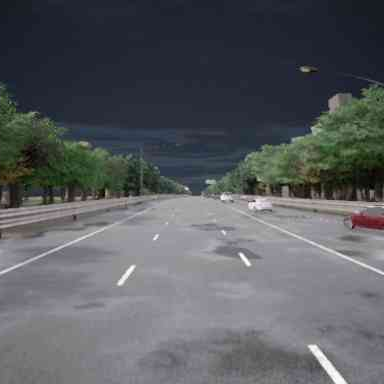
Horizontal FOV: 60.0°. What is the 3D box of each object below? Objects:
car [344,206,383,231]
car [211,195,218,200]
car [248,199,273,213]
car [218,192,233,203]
[{"bbox_3d":[10.565,1.509,18.455,1.812,1.442,4.674,0,0,-15],"label":"car"},{"bbox_3d":[7.063,1.452,93.850,1.812,1.442,4.674,0,0,0],"label":"car"},{"bbox_3d":[7.442,1.450,36.391,1.812,1.442,4.674,0,0,-5],"label":"car"},{"bbox_3d":[6.981,1.061,66.780,2.150,2.045,5.566,0,0,0],"label":"car"}]
